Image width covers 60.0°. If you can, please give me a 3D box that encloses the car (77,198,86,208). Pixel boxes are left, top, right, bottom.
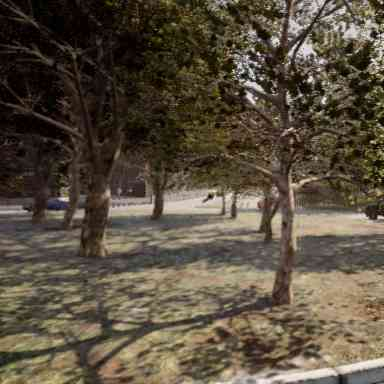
[{"bbox_3d":[-13.292,1.436,40.629,5.357,1.411,2.033,0,0,-26],"label":"car"}]

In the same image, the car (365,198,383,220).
[{"bbox_3d":[15.767,1.209,25.239,2.150,2.045,5.566,0,0,-11],"label":"car"}]

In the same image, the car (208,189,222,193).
[{"bbox_3d":[4.708,-0.029,73.634,1.946,1.575,5.366,0,4,21],"label":"car"}]

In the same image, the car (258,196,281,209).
[{"bbox_3d":[9.619,1.290,40.483,2.097,1.767,4.553,0,0,-8],"label":"car"}]

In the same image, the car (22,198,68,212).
[{"bbox_3d":[-15.444,1.418,35.361,4.674,1.442,1.812,0,0,-36],"label":"car"}]
